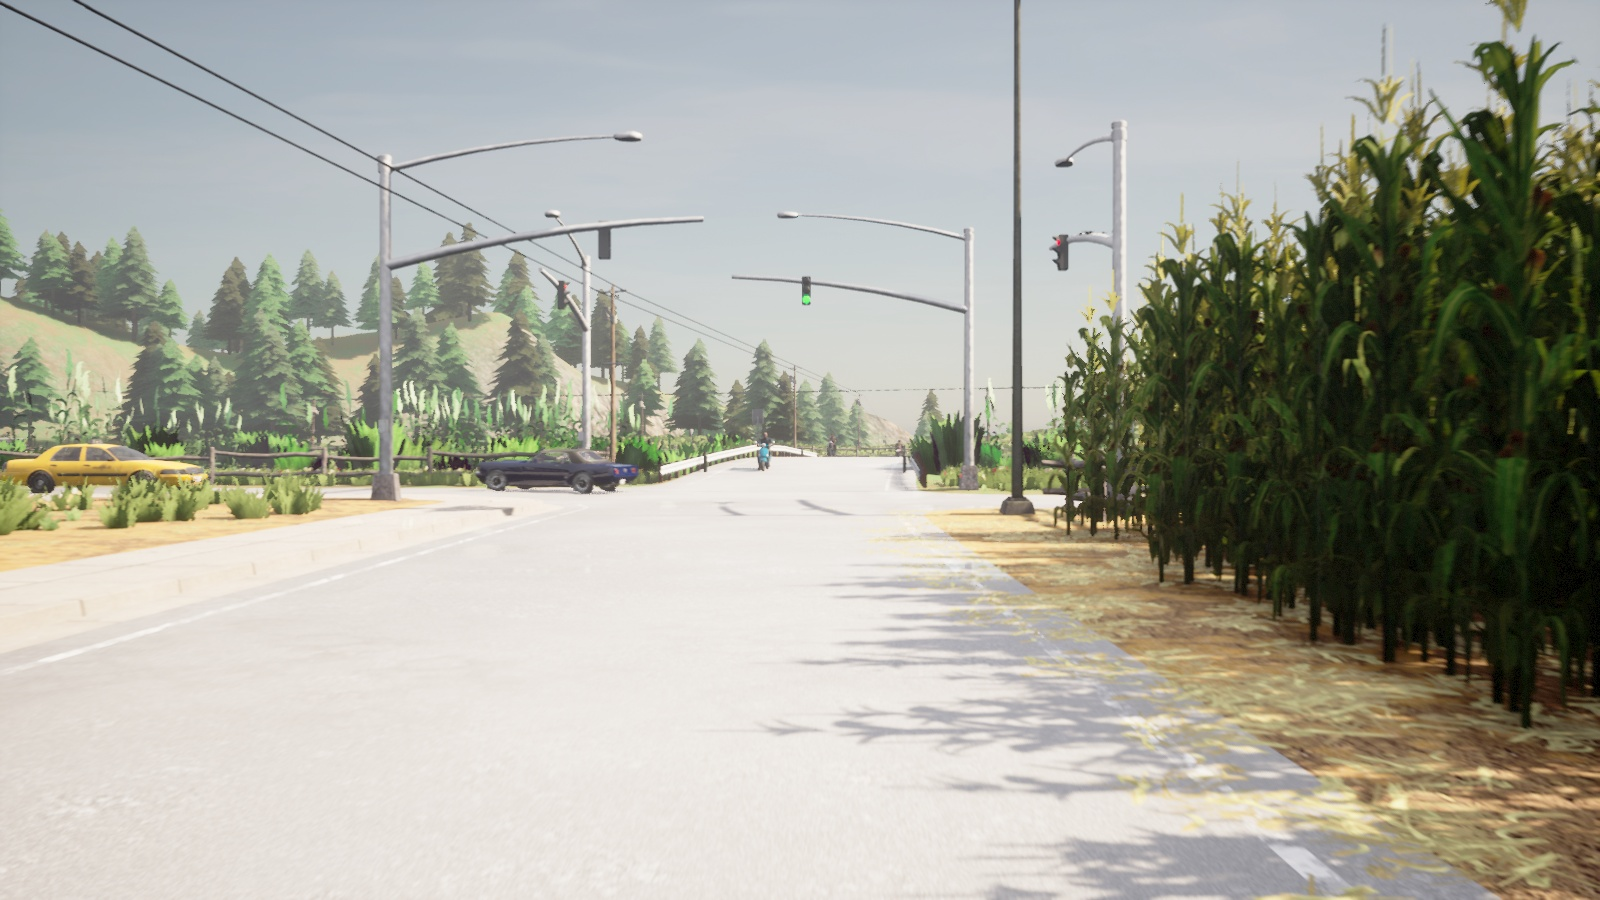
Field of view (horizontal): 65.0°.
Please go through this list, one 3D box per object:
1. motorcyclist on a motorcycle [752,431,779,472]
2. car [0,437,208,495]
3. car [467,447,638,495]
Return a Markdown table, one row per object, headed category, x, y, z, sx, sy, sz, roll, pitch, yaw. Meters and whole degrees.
| category | x | y | z | sx | sy | sz | roll | pitch | yaw |
| --- | --- | --- | --- | --- | --- | --- | --- | --- | --- |
| motorcyclist on a motorcycle | -1.432 | 0.049 | 51.898 | 0.866 | 1.590 | 1.817 | 0 | 3 | 6 |
| car | -19.778 | 0.435 | 35.394 | 5.366 | 1.575 | 1.801 | 0 | 0 | 3 |
| car | -7.484 | 0.615 | 38.079 | 4.718 | 1.301 | 1.895 | 1 | 1 | 17 |
